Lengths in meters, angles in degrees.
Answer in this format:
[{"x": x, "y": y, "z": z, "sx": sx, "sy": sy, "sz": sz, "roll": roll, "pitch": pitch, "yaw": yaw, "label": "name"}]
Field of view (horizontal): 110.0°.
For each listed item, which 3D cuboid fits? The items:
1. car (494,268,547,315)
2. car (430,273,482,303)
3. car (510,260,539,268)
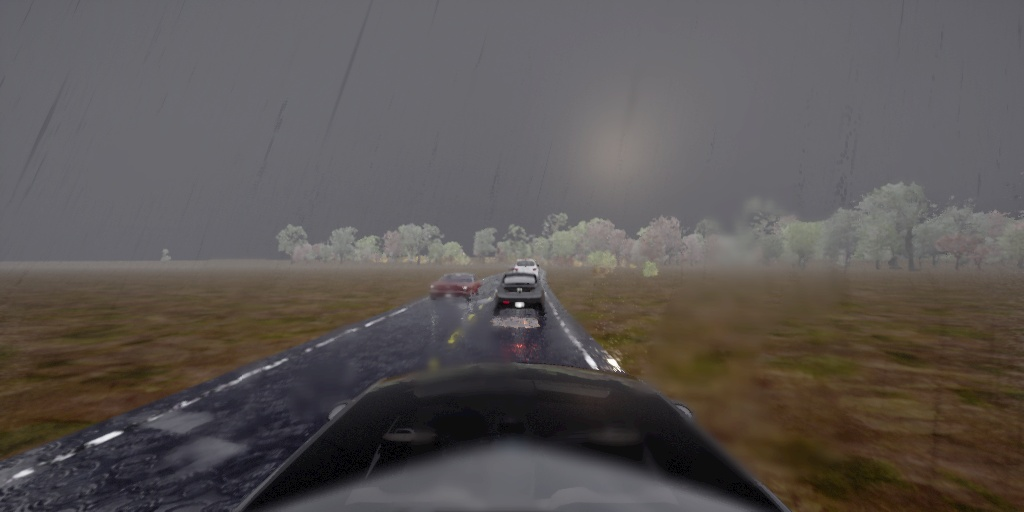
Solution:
[{"x": 0.329, "y": 1.409, "z": 14.520, "sx": 1.837, "sy": 1.490, "sz": 4.892, "roll": 0, "pitch": 0, "yaw": 2, "label": "car"}, {"x": -2.734, "y": 1.545, "z": 18.377, "sx": 1.895, "sy": 1.301, "sz": 4.718, "roll": 0, "pitch": -1, "yaw": 2, "label": "car"}, {"x": 1.351, "y": 1.352, "z": 33.593, "sx": 2.150, "sy": 2.045, "sz": 5.566, "roll": 0, "pitch": -1, "yaw": 4, "label": "car"}]
